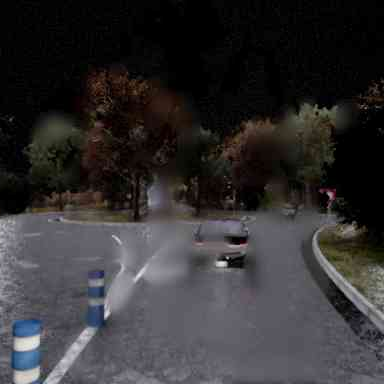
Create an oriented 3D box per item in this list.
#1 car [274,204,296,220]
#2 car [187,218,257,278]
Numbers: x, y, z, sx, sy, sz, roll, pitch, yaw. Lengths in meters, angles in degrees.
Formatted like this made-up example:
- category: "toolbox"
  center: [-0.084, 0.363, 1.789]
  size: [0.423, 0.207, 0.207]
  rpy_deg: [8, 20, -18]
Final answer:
- category: "car"
  center: [9.321, 1.940, 33.483]
  size: [2.128, 1.511, 4.902]
  rpy_deg: [0, -1, 11]
- category: "car"
  center: [1.009, 1.578, 10.499]
  size: [2.128, 1.511, 4.902]
  rpy_deg: [0, -1, 7]
